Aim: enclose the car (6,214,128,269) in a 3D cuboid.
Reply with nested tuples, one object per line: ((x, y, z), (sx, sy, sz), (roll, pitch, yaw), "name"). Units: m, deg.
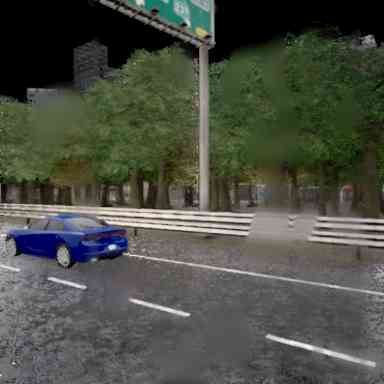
((-4.375, 1.498, 11.286), (5.008, 1.535, 1.882), (0, 0, 36), "car")
